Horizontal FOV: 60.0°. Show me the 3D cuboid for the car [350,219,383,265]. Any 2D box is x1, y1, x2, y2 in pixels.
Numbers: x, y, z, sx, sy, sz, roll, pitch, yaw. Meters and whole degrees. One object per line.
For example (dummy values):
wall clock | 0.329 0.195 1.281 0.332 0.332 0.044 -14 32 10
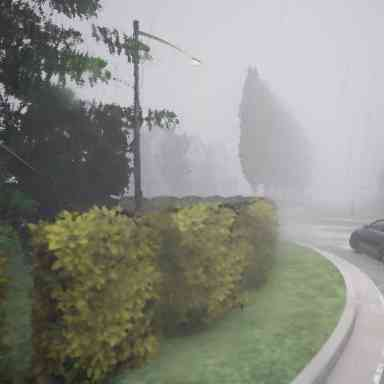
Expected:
car | 6.590 1.511 10.560 1.994 1.385 4.181 0 0 9
